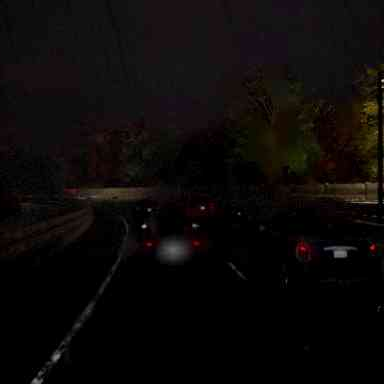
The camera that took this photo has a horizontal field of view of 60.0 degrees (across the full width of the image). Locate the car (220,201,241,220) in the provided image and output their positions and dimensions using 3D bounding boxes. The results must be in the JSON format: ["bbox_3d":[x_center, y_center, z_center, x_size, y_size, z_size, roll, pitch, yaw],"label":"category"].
[{"bbox_3d":[3.121,1.490,28.225,1.812,1.442,4.674,0,0,-15],"label":"car"}]

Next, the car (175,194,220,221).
[{"bbox_3d":[0.129,1.202,25.924,2.150,2.045,5.566,0,0,-14],"label":"car"}]

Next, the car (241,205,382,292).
[{"bbox_3d":[2.979,1.332,9.151,2.097,1.767,4.553,0,0,-4],"label":"car"}]

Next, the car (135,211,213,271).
[{"bbox_3d":[-0.726,1.559,11.026,1.994,1.385,4.181,0,0,-6],"label":"car"}]

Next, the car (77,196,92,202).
[{"bbox_3d":[-25.364,1.559,78.395,4.674,1.442,1.812,0,0,43],"label":"car"}]

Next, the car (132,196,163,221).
[{"bbox_3d":[-3.593,1.347,26.245,2.097,1.767,4.553,0,0,-14],"label":"car"}]

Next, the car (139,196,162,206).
[{"bbox_3d":[-6.680,1.398,53.433,1.994,1.385,4.181,0,0,-33],"label":"car"}]

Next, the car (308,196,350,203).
[{"bbox_3d":[12.065,1.142,30.596,4.553,1.767,2.097,0,0,43],"label":"car"}]
